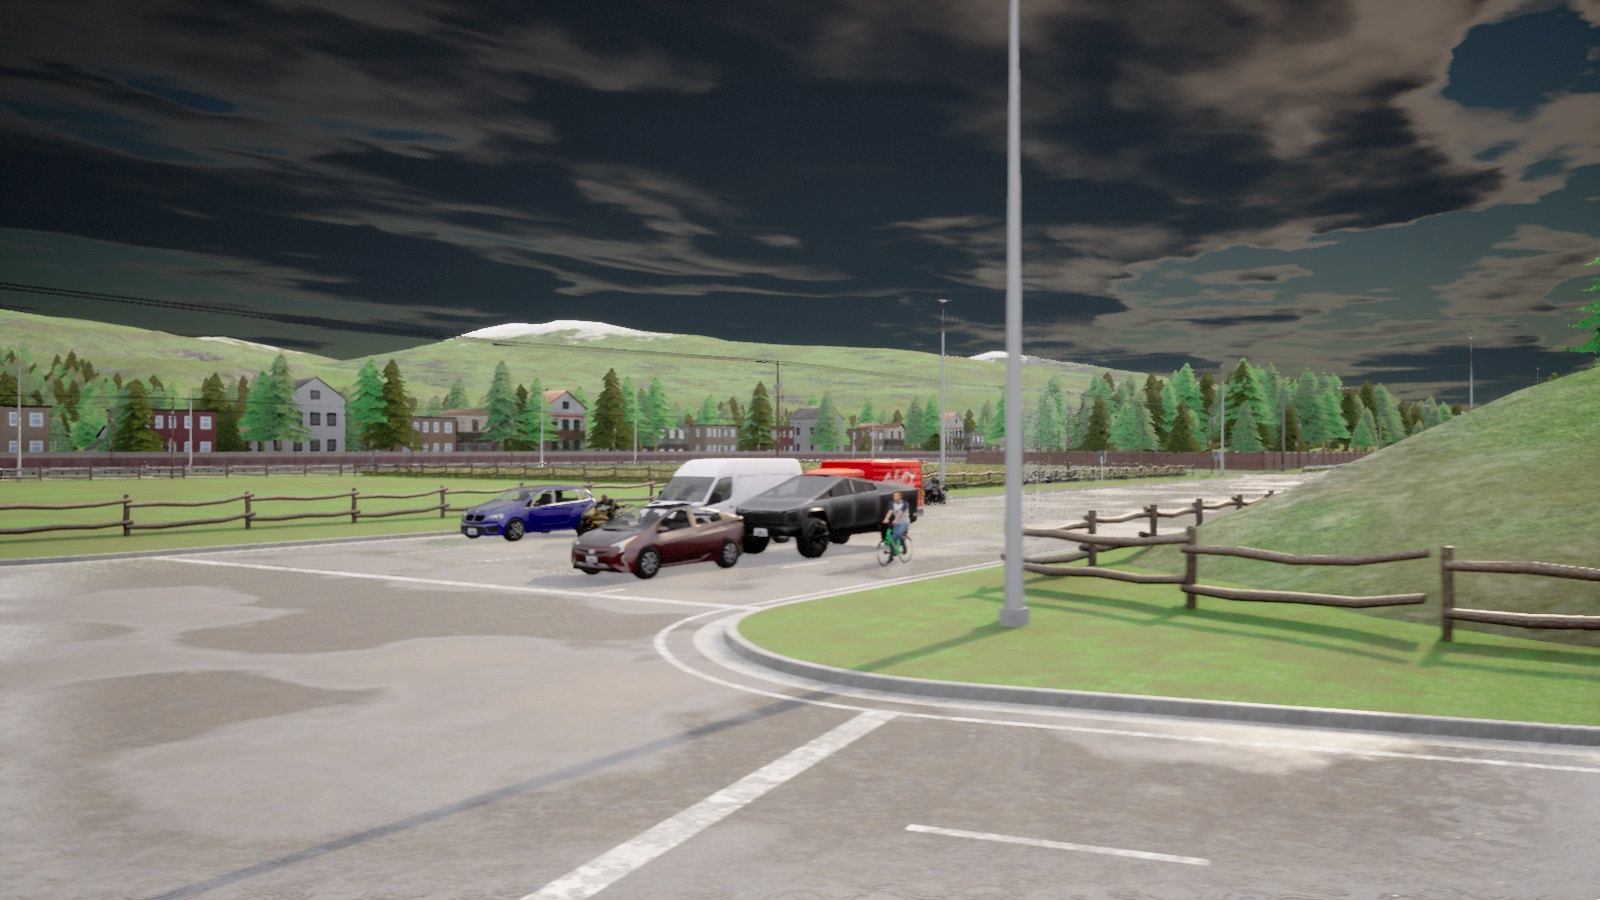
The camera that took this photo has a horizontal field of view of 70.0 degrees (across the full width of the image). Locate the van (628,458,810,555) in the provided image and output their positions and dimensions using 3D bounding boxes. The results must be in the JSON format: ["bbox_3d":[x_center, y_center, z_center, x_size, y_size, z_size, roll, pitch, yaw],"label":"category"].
[{"bbox_3d":[-2.243,1.537,33.599,1.988,2.561,5.915,0,0,36],"label":"van"}]

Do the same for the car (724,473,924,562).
[{"bbox_3d":[0.826,1.758,31.856,2.390,2.098,6.274,0,0,36],"label":"car"}]

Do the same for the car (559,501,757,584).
[{"bbox_3d":[-3.170,2.041,26.380,2.007,1.525,4.514,0,0,36],"label":"car"}]

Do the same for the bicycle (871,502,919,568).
[{"bbox_3d":[2.336,2.060,27.995,0.373,1.496,1.643,0,0,36],"label":"bicycle"}]

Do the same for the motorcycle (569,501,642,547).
[{"bbox_3d":[-5.870,2.207,34.562,0.867,1.251,2.209,0,0,36],"label":"motorcycle"}]

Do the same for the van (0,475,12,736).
[{"bbox_3d":[-10.902,1.531,11.706,5.915,2.561,1.988,0,0,26],"label":"van"}]

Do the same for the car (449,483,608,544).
[{"bbox_3d":[-8.636,1.968,36.708,2.242,1.667,4.611,0,0,37],"label":"car"}]

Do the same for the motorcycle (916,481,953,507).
[{"bbox_3d":[6.797,2.215,57.743,0.867,1.251,2.209,0,0,36],"label":"motorcycle"}]

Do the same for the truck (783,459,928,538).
[{"bbox_3d":[2.025,1.572,39.579,2.627,2.467,5.204,0,0,35],"label":"truck"}]
